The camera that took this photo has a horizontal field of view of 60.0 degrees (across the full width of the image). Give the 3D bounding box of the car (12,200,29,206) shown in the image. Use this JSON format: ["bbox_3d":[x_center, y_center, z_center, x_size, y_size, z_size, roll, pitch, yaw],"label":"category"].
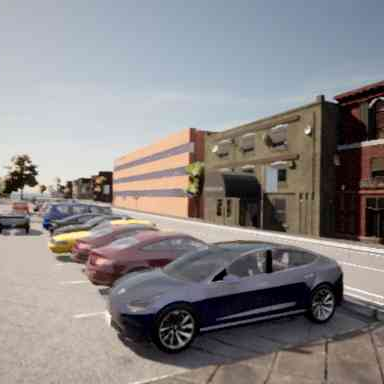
[{"bbox_3d":[-23.432,2.003,45.430,2.097,1.767,4.553,2,-1,-26],"label":"car"}]

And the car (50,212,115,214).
[{"bbox_3d":[-4.235,1.919,16.619,5.008,1.535,2.097,2,-2,-26],"label":"car"}]

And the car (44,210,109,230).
[{"bbox_3d":[-9.288,2.179,26.725,4.674,1.452,2.002,2,-2,-26],"label":"car"}]

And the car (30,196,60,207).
[{"bbox_3d":[-18.137,1.999,44.440,5.566,2.045,2.435,2,-1,-26],"label":"car"}]

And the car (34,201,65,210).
[{"bbox_3d":[-24.419,2.317,57.095,4.674,1.452,2.002,2,-1,-26],"label":"car"}]

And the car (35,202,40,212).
[{"bbox_3d":[-14.333,2.236,36.864,5.008,1.535,2.097,2,-1,-26],"label":"car"}]

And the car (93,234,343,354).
[{"bbox_3d":[0.781,1.728,6.490,4.792,1.488,2.163,2,-2,-26],"label":"car"}]

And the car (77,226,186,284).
[{"bbox_3d":[-0.458,1.794,9.030,4.674,1.452,2.002,2,-2,-26],"label":"car"}]

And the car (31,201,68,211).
[{"bbox_3d":[-23.326,2.264,54.483,5.366,1.575,1.946,2,-1,-26],"label":"car"}]

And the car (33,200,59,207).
[{"bbox_3d":[-29.460,2.338,67.211,4.674,1.452,2.002,2,-1,-26],"label":"car"}]

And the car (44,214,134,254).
[{"bbox_3d":[-3.143,1.856,14.006,5.366,1.575,1.946,2,-2,-26],"label":"car"}]

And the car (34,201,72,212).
[{"bbox_3d":[-21.734,2.269,52.119,5.366,1.575,1.946,2,-1,-26],"label":"car"}]

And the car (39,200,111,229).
[{"bbox_3d":[-6.732,1.779,21.693,5.566,2.045,2.435,2,-2,-26],"label":"car"}]

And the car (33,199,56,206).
[{"bbox_3d":[-33.242,2.347,74.800,4.674,1.452,2.002,2,-1,-26],"label":"car"}]

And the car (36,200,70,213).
[{"bbox_3d":[-20.664,2.135,49.495,4.553,1.767,2.185,2,-1,-26],"label":"car"}]

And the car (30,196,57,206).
[{"bbox_3d":[-34.471,2.058,77.344,5.566,2.045,2.435,2,-1,-26],"label":"car"}]

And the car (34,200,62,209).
[{"bbox_3d":[-26.916,2.318,62.165,4.792,1.488,2.163,2,-1,-26],"label":"car"}]

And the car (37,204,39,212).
[{"bbox_3d":[-13.076,2.271,34.333,4.674,1.452,2.002,2,-1,-26],"label":"car"}]

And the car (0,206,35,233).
[{"bbox_3d":[-12.459,1.992,23.420,2.128,1.511,4.902,2,-2,-26],"label":"car"}]

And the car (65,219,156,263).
[{"bbox_3d":[-1.719,1.849,11.558,4.674,1.452,2.002,2,-2,-26],"label":"car"}]

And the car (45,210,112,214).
[{"bbox_3d":[-5.505,1.974,19.142,5.008,1.535,2.097,2,-2,-26],"label":"car"}]

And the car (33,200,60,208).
[{"bbox_3d":[-28.205,2.333,64.680,4.674,1.452,2.002,2,-1,-26],"label":"car"}]

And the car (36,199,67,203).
[{"bbox_3d":[-15.623,2.115,39.379,4.553,1.767,2.185,2,-1,-26],"label":"car"}]
